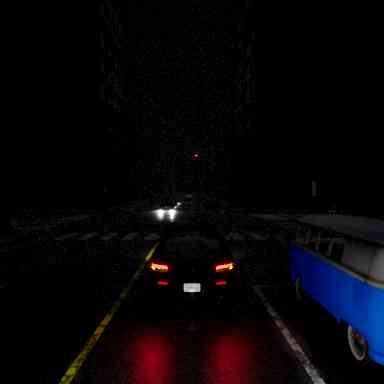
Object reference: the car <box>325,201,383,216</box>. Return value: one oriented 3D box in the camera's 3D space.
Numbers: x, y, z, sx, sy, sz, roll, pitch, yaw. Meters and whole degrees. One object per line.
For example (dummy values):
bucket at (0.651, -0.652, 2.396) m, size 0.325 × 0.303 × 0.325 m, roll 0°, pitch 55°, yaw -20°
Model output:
car at (15.629, 1.583, 32.144) m, size 4.718 × 1.301 × 1.895 m, roll 0°, pitch 0°, yaw -1°

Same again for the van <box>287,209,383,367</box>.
van at (2.855, 1.341, 5.497) m, size 1.690 × 1.788 × 3.998 m, roll 0°, pitch 0°, yaw 0°

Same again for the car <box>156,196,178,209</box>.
car at (-3.299, 1.592, 44.706) m, size 1.895 × 1.301 × 4.718 m, roll 0°, pitch 0°, yaw -1°

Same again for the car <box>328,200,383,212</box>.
car at (14.770, 1.496, 28.884) m, size 4.892 × 1.490 × 1.837 m, roll 0°, pitch 0°, yaw -1°

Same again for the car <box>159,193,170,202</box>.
car at (-6.319, 1.280, 77.724) m, size 2.192 × 1.841 × 5.009 m, roll 0°, pitch 0°, yaw -1°

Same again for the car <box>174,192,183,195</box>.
car at (-3.532, 1.331, 69.024) m, size 2.097 × 1.767 × 4.553 m, roll 0°, pitch 0°, yaw -1°

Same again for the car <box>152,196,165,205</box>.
car at (-6.094, 1.532, 61.148) m, size 2.008 × 1.369 × 4.403 m, roll 0°, pitch 0°, yaw -1°

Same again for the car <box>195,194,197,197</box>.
car at (2.281, 1.522, 72.314) m, size 2.008 × 1.369 × 4.403 m, roll 0°, pitch 0°, yaw -1°

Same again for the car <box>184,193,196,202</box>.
car at (-0.603, 1.562, 74.243) m, size 1.895 × 1.301 × 4.718 m, roll 0°, pitch 0°, yaw -1°

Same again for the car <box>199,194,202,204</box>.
car at (2.580, 1.428, 50.212) m, size 1.967 × 1.590 × 4.097 m, roll 0°, pitch 0°, yaw -1°

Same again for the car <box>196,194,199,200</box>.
car at (2.356, 1.521, 66.789) m, size 1.887 × 1.381 × 4.507 m, roll 0°, pitch 0°, yaw -1°

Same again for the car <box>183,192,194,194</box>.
car at (-0.737, 1.077, 84.243) m, size 2.150 × 2.045 × 5.566 m, roll 0°, pitch 0°, yaw -1°

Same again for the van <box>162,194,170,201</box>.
van at (-6.391, 1.300, 83.248) m, size 1.690 × 1.788 × 3.998 m, roll 0°, pitch 0°, yaw -1°

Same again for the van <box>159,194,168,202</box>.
van at (-6.244, 1.312, 72.198) m, size 1.690 × 1.788 × 3.998 m, roll 0°, pitch 0°, yaw -1°

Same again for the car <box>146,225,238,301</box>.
car at (0.001, 1.525, 8.175) m, size 1.812 × 1.442 × 4.674 m, roll 0°, pitch 0°, yaw 0°

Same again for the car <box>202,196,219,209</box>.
car at (2.653, 1.516, 44.857) m, size 1.752 × 1.417 × 4.829 m, roll 0°, pitch 0°, yaw -1°

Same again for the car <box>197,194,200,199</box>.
car at (2.431, 1.547, 61.263) m, size 1.947 × 1.339 × 4.313 m, roll 0°, pitch 0°, yaw -1°

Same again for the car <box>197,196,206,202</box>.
car at (2.206, 1.547, 77.839) m, size 1.802 × 1.307 × 4.206 m, roll 0°, pitch 0°, yaw -1°

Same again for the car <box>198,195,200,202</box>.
car at (2.506, 1.536, 55.737) m, size 2.008 × 1.369 × 4.403 m, roll 0°, pitch 0°, yaw -1°

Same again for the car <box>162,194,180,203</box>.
car at (-3.425, 1.549, 54.661) m, size 1.994 × 1.385 × 4.181 m, roll 0°, pitch 0°, yaw -1°

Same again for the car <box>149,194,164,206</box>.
car at (-6.020, 1.300, 55.622) m, size 2.192 × 1.841 × 5.009 m, roll 0°, pitch 0°, yaw -1°
